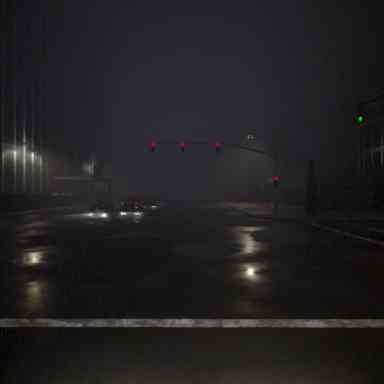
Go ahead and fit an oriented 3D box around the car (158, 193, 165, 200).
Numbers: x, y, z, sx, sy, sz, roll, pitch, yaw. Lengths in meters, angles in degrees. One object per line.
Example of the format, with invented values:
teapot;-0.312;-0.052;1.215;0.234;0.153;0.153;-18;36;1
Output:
car;-6.823;1.160;70.071;2.150;2.045;5.566;0;0;0

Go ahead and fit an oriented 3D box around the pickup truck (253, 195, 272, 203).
pickup truck;13.278;1.014;61.763;2.390;2.098;6.274;0;0;31

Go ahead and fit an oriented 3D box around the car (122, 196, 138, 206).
car;-10.436;1.464;56.481;1.837;1.490;4.892;0;0;0

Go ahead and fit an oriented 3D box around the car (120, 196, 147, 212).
car;-7.000;1.326;39.073;2.097;1.767;4.553;0;0;0

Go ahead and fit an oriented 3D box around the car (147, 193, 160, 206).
car;-6.949;1.438;54.600;1.882;1.535;5.008;0;0;0

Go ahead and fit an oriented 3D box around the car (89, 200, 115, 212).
car;-10.501;1.573;38.959;1.895;1.301;4.718;0;0;0
